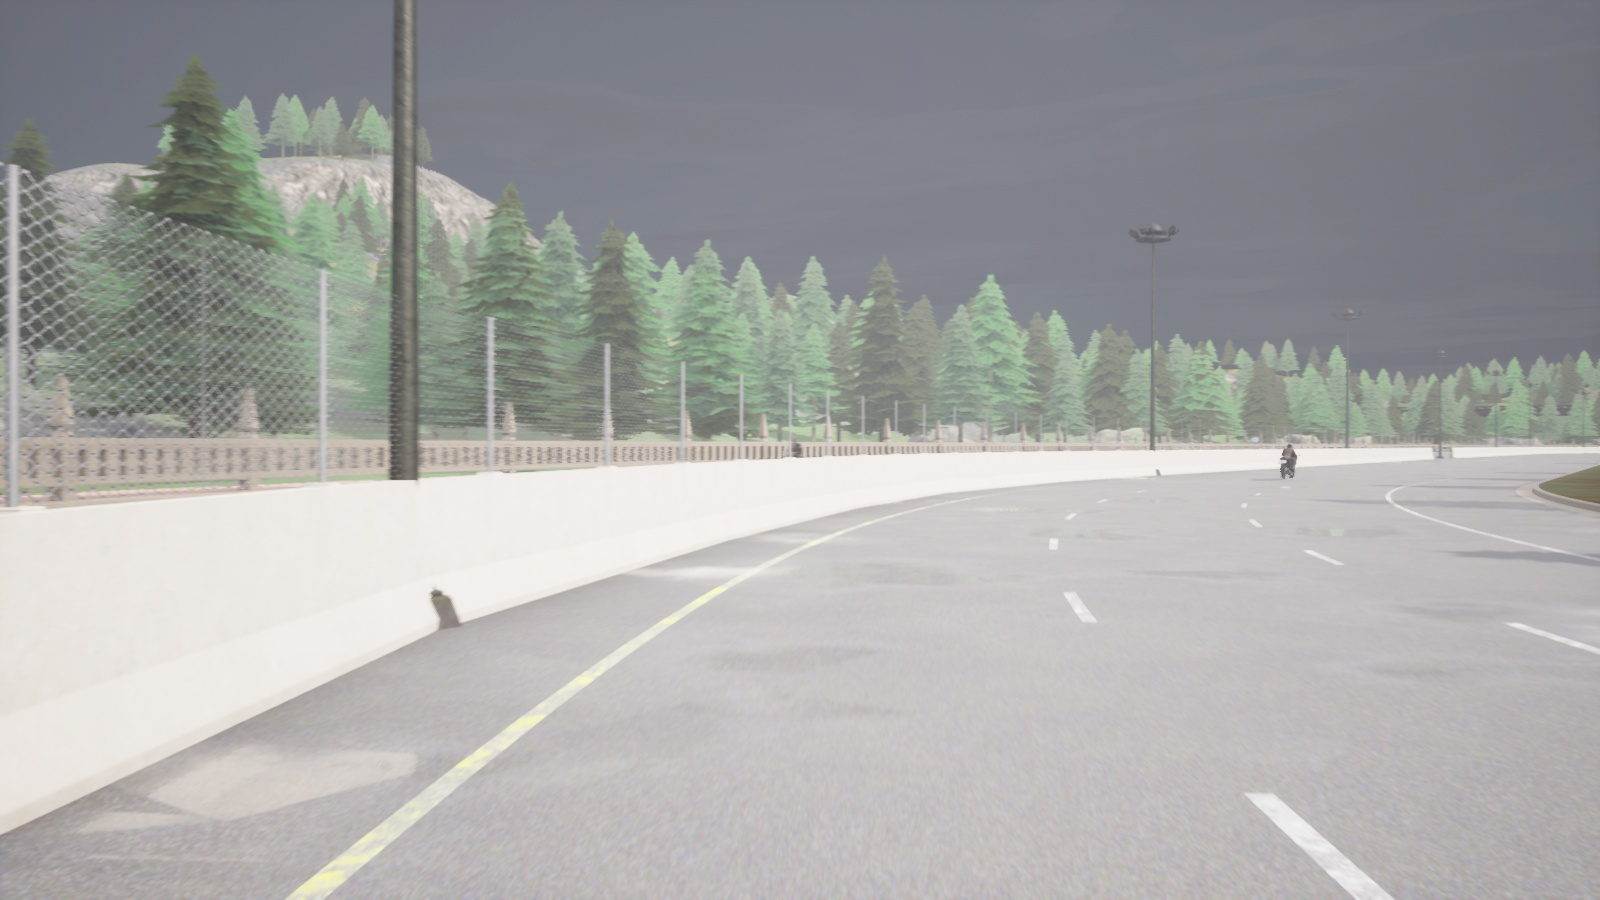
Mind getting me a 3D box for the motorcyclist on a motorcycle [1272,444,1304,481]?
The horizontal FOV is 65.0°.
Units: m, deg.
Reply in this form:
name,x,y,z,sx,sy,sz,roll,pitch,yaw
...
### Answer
name,x,y,z,sx,sy,sz,roll,pitch,yaw
motorcyclist on a motorcycle,20.616,0.529,53.031,0.797,1.523,2.044,2,1,35
